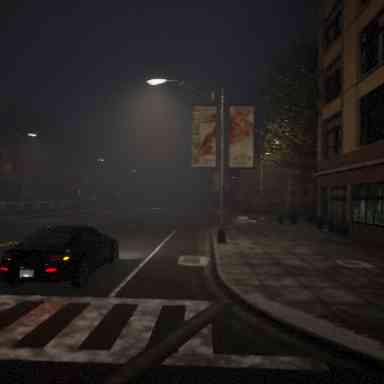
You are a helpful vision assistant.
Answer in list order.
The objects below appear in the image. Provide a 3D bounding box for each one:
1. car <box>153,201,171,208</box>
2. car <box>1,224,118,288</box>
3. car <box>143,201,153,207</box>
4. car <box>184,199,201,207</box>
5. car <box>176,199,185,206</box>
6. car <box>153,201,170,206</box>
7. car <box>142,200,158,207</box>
[{"bbox_3d":[-6.160,2.733,73.089,2.128,1.511,4.902,1,-1,15],"label":"car"},{"bbox_3d":[-3.510,1.650,9.576,1.812,1.442,4.674,1,-1,2],"label":"car"},{"bbox_3d":[-9.120,2.728,75.391,1.812,1.442,4.674,1,-1,18],"label":"car"},{"bbox_3d":[0.710,3.087,87.439,1.812,1.442,4.674,0,-1,33],"label":"car"},{"bbox_3d":[-2.046,2.781,89.595,2.150,2.045,5.566,0,-1,33],"label":"car"},{"bbox_3d":[-7.805,3.012,86.366,1.895,1.301,4.718,0,-1,32],"label":"car"},{"bbox_3d":[-10.203,2.809,81.164,2.002,1.452,4.674,0,-1,22],"label":"car"}]
